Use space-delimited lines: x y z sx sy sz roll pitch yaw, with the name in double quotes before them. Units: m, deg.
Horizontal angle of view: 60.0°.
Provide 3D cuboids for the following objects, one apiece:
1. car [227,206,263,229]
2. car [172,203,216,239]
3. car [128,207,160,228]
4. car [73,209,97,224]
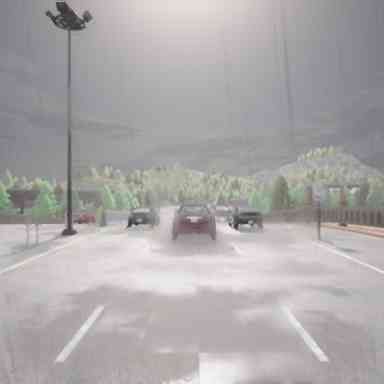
"car" 3.604 1.711 22.849 1.837 1.490 4.892 0 -3 0
"car" 0.103 1.370 17.441 2.097 1.767 4.553 0 -1 0
"car" -3.409 1.784 23.842 1.812 1.442 4.674 0 -3 0
"car" -13.989 3.215 43.129 2.150 2.045 5.566 0 -7 0
